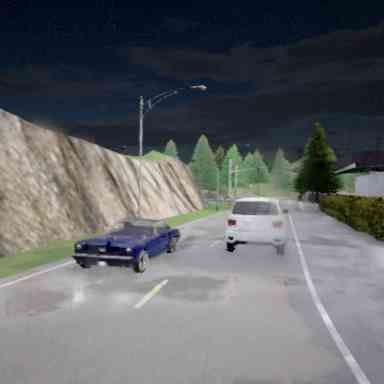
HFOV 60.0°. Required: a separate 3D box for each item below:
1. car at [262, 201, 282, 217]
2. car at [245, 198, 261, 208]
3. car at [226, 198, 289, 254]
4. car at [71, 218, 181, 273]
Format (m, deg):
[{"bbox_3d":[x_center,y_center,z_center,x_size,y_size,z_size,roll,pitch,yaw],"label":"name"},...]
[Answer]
[{"bbox_3d":[8.271,1.702,34.134,1.895,1.301,4.718,1,0,15],"label":"car"},{"bbox_3d":[9.996,1.692,54.130,2.033,1.411,5.357,1,0,15],"label":"car"},{"bbox_3d":[2.812,1.254,14.009,2.150,2.045,5.566,1,0,15],"label":"car"},{"bbox_3d":[-1.843,1.566,10.812,1.895,1.301,4.718,1,0,13],"label":"car"}]
